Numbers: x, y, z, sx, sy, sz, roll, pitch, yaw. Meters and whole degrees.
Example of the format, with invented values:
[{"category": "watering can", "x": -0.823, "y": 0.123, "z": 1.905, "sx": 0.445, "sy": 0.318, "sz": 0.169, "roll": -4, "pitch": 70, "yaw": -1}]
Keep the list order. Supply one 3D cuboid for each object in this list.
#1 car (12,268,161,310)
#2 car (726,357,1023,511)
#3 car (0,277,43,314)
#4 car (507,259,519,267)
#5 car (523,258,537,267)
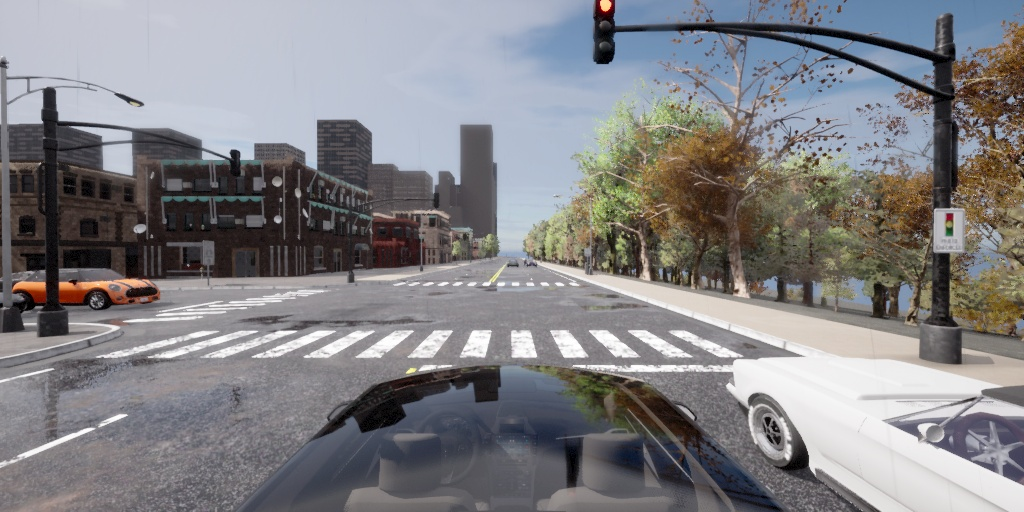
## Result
[{"category": "car", "x": -17.965, "y": 1.301, "z": 15.284, "sx": 4.553, "sy": 1.767, "sz": 2.097, "roll": -1, "pitch": 1, "yaw": -1}, {"category": "car", "x": 3.350, "y": 1.351, "z": 1.900, "sx": 1.895, "sy": 1.301, "sz": 4.718, "roll": 0, "pitch": 0, "yaw": 0}, {"category": "car", "x": -19.935, "y": 1.565, "z": 12.550, "sx": 4.313, "sy": 1.339, "sz": 1.948, "roll": 0, "pitch": 0, "yaw": 0}, {"category": "car", "x": 0.160, "y": 1.290, "z": 63.407, "sx": 1.994, "sy": 1.385, "sz": 4.181, "roll": 0, "pitch": 0, "yaw": 1}, {"category": "car", "x": 3.422, "y": 1.327, "z": 63.685, "sx": 1.895, "sy": 1.301, "sz": 4.718, "roll": 0, "pitch": 0, "yaw": 0}]
